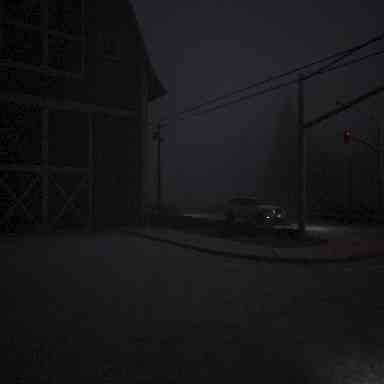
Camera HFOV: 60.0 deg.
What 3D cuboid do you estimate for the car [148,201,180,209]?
[{"bbox_3d":[-3.201,1.734,38.241,1.882,1.535,5.008,0,0,-34],"label":"car"}]

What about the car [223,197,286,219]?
[{"bbox_3d":[4.809,1.403,26.558,2.150,2.045,5.566,0,0,-34],"label":"car"}]

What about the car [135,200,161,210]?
[{"bbox_3d":[-6.644,1.927,49.621,1.895,1.301,4.718,0,0,-34],"label":"car"}]
